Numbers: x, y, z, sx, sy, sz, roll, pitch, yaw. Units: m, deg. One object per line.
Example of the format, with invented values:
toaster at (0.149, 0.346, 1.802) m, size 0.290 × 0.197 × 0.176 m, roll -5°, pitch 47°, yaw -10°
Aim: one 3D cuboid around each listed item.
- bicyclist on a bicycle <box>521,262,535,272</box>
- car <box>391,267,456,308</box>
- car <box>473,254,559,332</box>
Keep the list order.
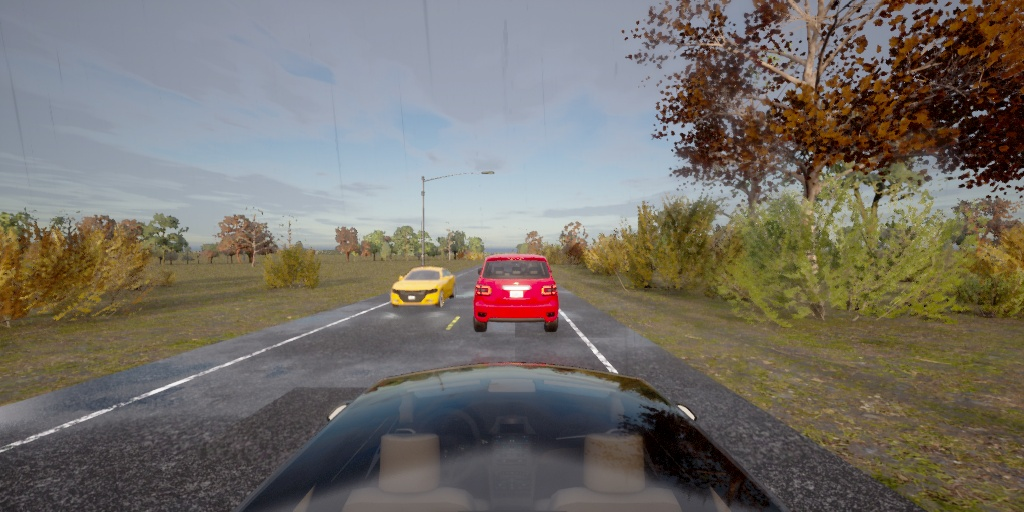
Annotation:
bicyclist on a bicycle at (0.945, 1.114, 18.658) m, size 0.659 × 1.776 × 1.843 m, roll 0°, pitch 0°, yaw 0°
car at (-3.614, 1.223, 15.387) m, size 1.882 × 1.535 × 5.008 m, roll 0°, pitch 0°, yaw 0°
car at (0.093, 0.968, 10.952) m, size 2.150 × 2.045 × 5.566 m, roll 0°, pitch 0°, yaw 0°
